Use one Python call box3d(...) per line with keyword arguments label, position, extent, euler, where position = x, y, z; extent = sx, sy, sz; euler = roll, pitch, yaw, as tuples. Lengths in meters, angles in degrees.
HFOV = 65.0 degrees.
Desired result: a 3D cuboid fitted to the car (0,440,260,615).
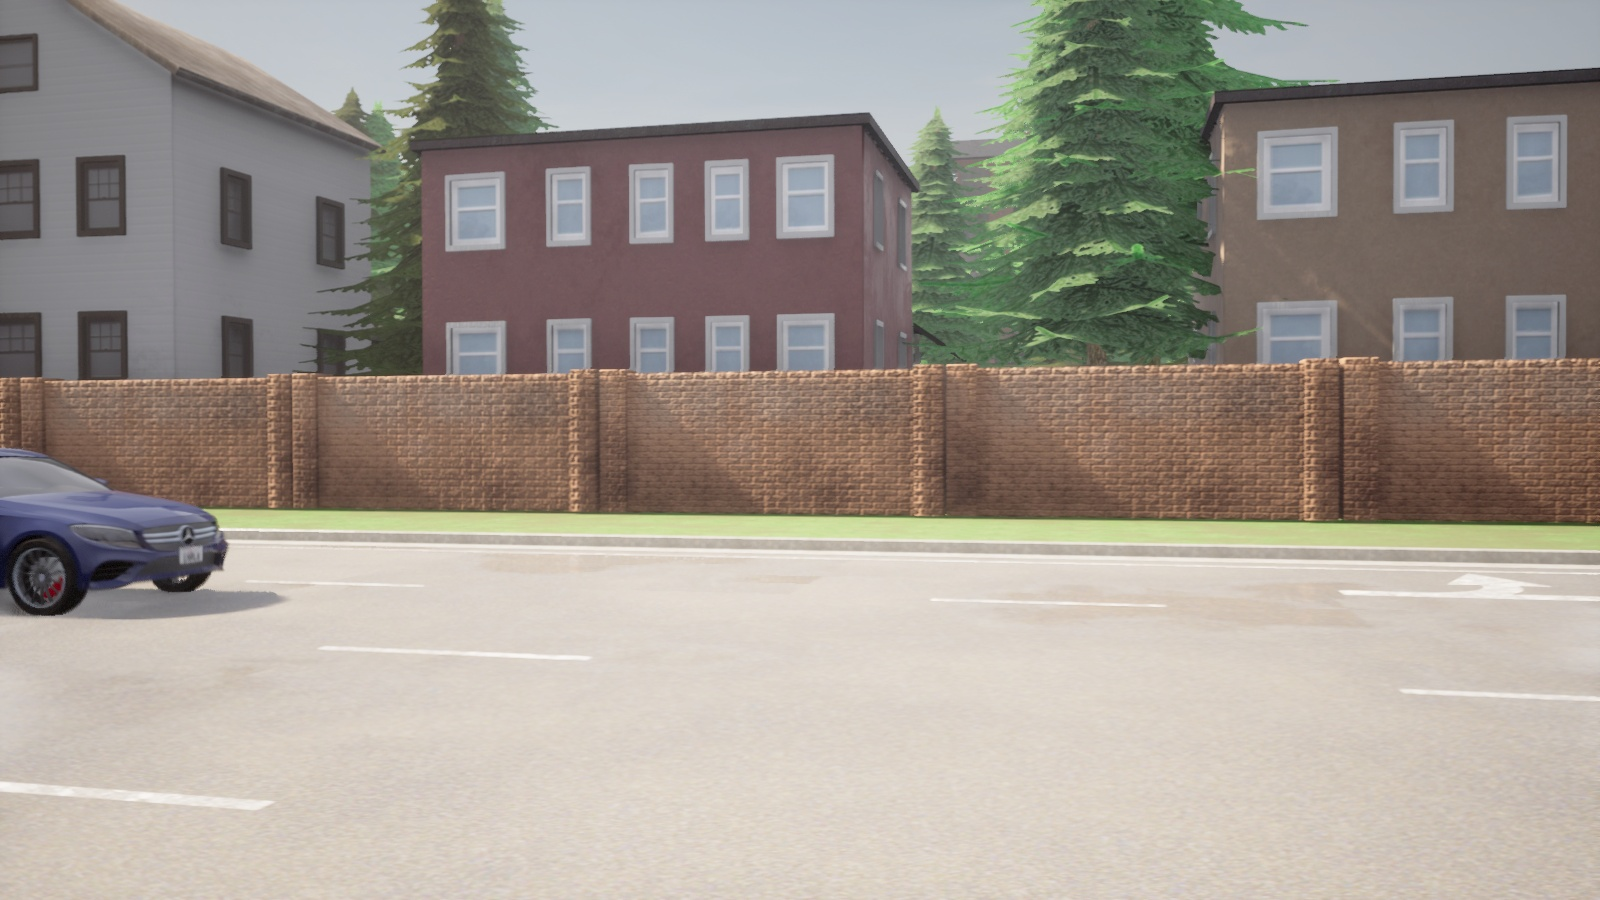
box3d(label="car", position=(-7.785, 0.638, 11.988), extent=(4.674, 1.442, 1.812), euler=(0, 1, 13))
